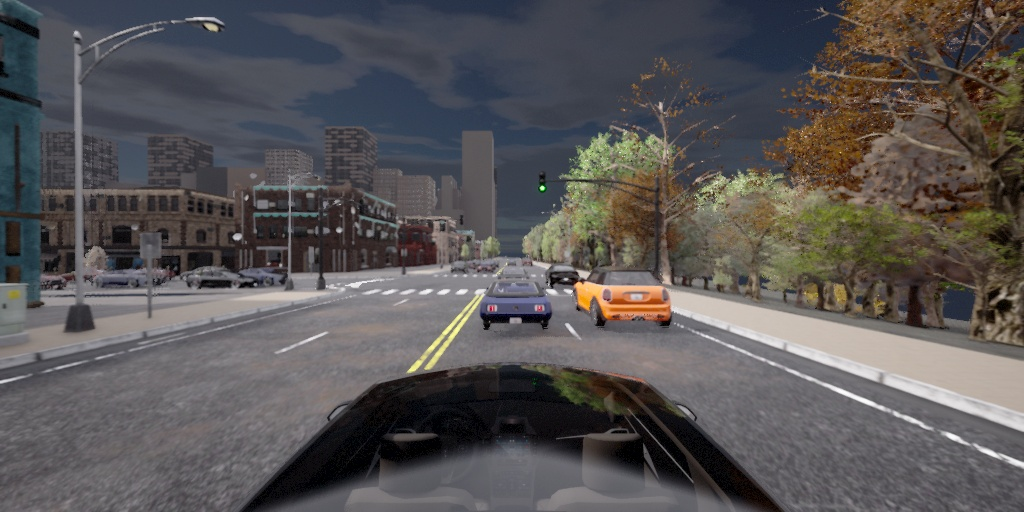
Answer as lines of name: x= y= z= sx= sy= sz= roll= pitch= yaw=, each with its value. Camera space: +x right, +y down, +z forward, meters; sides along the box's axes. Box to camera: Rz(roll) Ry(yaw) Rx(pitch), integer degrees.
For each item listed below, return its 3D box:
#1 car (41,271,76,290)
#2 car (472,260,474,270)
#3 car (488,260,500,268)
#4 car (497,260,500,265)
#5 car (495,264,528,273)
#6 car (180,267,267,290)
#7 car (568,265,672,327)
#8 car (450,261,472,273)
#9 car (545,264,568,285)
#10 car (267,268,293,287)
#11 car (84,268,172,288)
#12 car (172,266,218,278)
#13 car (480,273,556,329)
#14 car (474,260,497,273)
car: x=-33.827 y=1.659 z=24.986 sx=4.097 sy=1.591 sz=1.967 roll=0 pitch=0 yaw=0
car: x=-6.585 y=1.450 z=55.452 sx=1.994 sy=1.385 sz=4.181 roll=0 pitch=0 yaw=0
car: x=-3.260 y=1.414 z=65.191 sx=1.837 sy=1.490 sz=4.892 roll=0 pitch=0 yaw=0
car: x=-3.335 y=1.432 z=54.839 sx=2.033 sy=1.411 sz=5.357 roll=0 pitch=0 yaw=0
car: x=0.097 y=1.408 z=23.312 sx=1.895 sy=1.301 sz=4.718 roll=0 pitch=0 yaw=0
car: x=-19.951 y=1.627 z=24.849 sx=4.313 sy=1.339 sz=1.948 roll=0 pitch=0 yaw=0
car: x=3.346 y=1.129 z=11.750 sx=2.097 sy=1.767 sz=4.553 roll=0 pitch=0 yaw=0
car: x=-6.596 y=1.366 z=45.480 sx=1.837 sy=1.490 sz=4.892 roll=0 pitch=0 yaw=0
car: x=3.349 y=1.288 z=24.721 sx=1.882 sy=1.535 sz=5.008 roll=0 pitch=0 yaw=0
car: x=-19.331 y=1.599 z=27.558 sx=4.181 sy=1.385 sz=1.994 roll=-1 pitch=0 yaw=0
car: x=-29.376 y=1.714 z=27.562 sx=4.181 sy=1.385 sz=1.994 roll=-1 pitch=0 yaw=-1
car: x=-28.285 y=1.646 z=33.360 sx=4.403 sy=1.370 sz=2.007 roll=0 pitch=0 yaw=0
car: x=0.100 y=1.377 z=11.409 sx=1.895 sy=1.301 sz=4.718 roll=0 pitch=0 yaw=0
car: x=-3.345 y=1.426 z=45.572 sx=1.994 sy=1.385 sz=4.181 roll=0 pitch=0 yaw=0
